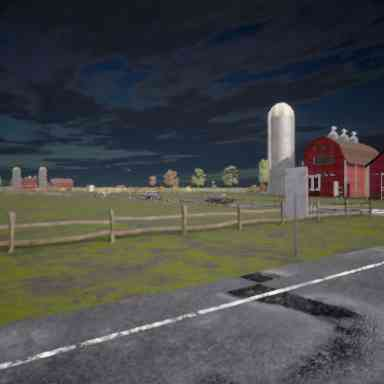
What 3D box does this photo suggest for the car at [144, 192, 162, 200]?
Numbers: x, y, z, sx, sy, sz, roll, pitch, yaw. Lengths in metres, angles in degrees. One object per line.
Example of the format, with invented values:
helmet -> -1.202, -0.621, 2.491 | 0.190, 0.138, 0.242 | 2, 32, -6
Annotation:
car -> -7.637, 0.801, 64.134 | 1.837, 1.490, 4.892 | -1, 1, -36

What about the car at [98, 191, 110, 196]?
car -> -24.547, 0.368, 92.238 | 1.895, 1.301, 4.718 | -1, 1, -36

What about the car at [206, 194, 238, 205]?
car -> 4.212, 1.014, 47.575 | 2.033, 1.411, 5.357 | -1, 1, -36
